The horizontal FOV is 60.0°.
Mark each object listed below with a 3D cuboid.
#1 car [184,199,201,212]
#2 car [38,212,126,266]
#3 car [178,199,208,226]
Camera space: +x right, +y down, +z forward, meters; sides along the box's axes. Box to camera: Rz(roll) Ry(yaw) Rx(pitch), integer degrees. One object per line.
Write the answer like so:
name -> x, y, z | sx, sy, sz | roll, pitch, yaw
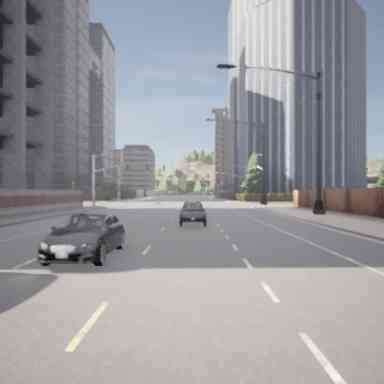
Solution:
car -> 0.070, 1.544, 39.426 | 1.812, 1.442, 4.674 | 0, 0, 0
car -> -3.583, 1.498, 11.625 | 2.128, 1.511, 4.902 | 0, 0, 0
car -> 0.074, 1.502, 23.455 | 2.128, 1.511, 4.902 | 0, 0, 0
